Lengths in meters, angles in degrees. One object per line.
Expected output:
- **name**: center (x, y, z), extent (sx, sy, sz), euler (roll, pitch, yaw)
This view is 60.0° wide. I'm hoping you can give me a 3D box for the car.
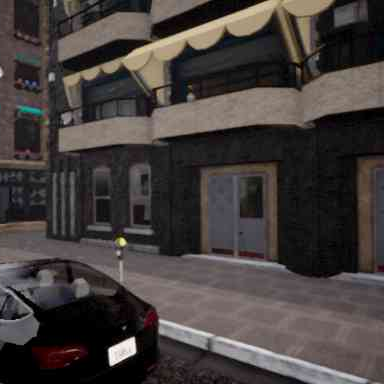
- **car**: center (-2.362, 1.568, 4.414), extent (4.313, 1.339, 1.947), euler (0, -1, 35)
